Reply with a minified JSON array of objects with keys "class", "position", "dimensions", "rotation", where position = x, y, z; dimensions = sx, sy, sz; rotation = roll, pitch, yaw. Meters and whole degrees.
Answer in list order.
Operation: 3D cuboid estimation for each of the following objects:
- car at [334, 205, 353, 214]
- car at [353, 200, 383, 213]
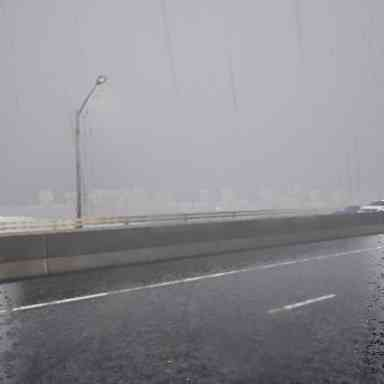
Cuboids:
[{"class":"car","position":[19.142,2.314,40.023],"dimensions":[5.008,1.535,1.882],"rotation":[0,-2,-30]},{"class":"car","position":[20.998,1.908,37.073],"dimensions":[5.566,2.045,2.150],"rotation":[0,-2,-30]}]
